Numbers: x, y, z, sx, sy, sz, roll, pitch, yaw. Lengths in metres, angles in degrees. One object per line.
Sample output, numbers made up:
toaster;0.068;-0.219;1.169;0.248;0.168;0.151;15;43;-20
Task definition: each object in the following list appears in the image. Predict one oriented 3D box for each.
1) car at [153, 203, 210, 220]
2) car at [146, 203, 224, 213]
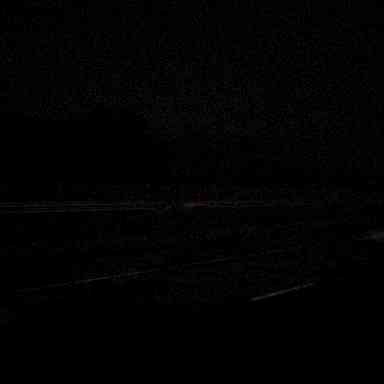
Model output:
car;-0.884;1.625;29.125;4.718;1.301;1.895;0;0;-35
car;-0.098;1.485;21.105;5.008;1.535;1.882;0;0;-35
